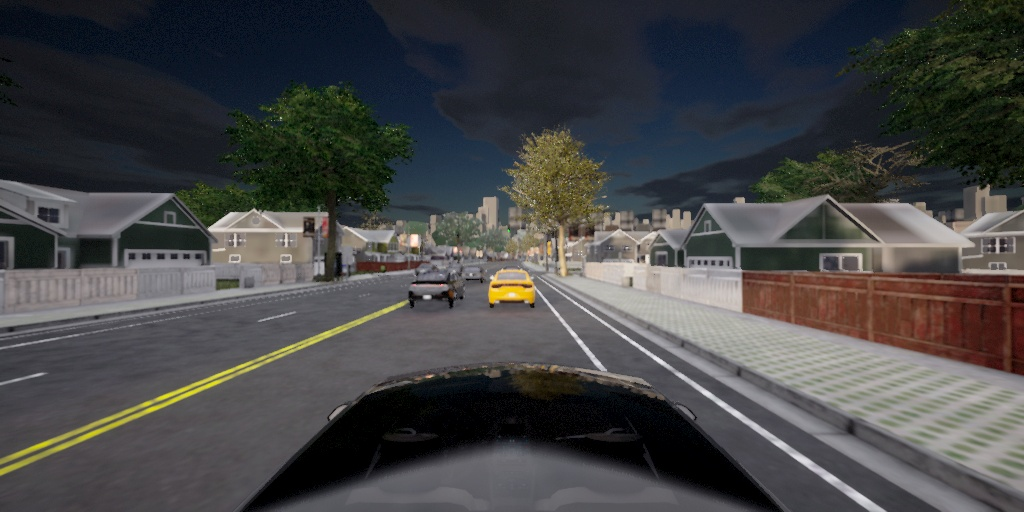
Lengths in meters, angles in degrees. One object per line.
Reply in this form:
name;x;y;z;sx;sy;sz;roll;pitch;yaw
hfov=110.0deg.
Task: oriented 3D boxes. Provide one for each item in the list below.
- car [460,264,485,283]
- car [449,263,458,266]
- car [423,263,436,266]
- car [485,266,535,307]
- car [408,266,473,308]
car;-3.249;1.567;30.836;2.033;1.411;5.357;0;0;0
car;-6.503;1.607;41.290;2.128;1.511;4.902;0;-1;0
car;-9.754;1.607;41.293;2.128;1.511;4.902;0;-1;0
car;0.008;1.363;16.327;1.882;1.535;5.008;0;0;0
car;-3.244;1.376;16.146;2.128;1.511;4.902;0;0;0
